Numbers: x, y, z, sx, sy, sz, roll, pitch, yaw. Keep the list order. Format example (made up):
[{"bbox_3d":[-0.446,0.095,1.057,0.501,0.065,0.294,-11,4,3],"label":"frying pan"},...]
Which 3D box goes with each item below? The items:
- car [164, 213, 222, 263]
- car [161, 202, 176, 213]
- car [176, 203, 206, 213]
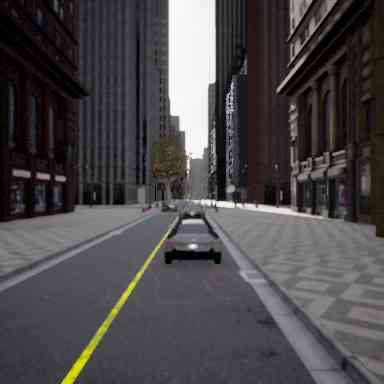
[{"bbox_3d":[0.049,1.720,12.609,1.994,1.385,4.181,0,-1,1],"label":"car"},{"bbox_3d":[-3.046,2.137,45.868,1.994,1.385,4.181,0,-1,1],"label":"car"},{"bbox_3d":[0.045,1.685,27.232,2.097,1.767,4.553,0,-1,1],"label":"car"}]
